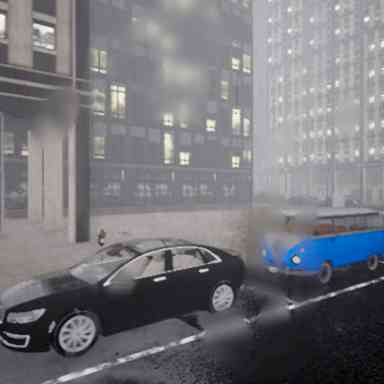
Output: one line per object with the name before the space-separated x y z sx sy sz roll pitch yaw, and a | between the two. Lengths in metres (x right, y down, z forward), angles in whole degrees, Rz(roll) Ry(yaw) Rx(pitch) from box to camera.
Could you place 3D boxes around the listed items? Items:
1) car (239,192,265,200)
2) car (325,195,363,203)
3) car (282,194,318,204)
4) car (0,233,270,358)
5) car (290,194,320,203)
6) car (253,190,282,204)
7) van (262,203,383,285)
car | 10.962 0.698 61.051 1.752 1.417 4.829 1 0 -36
car | 17.281 1.061 37.854 1.967 1.590 4.097 1 0 -36
car | 14.029 1.095 42.385 1.802 1.307 4.206 1 0 -36
car | -0.924 1.550 5.901 4.403 1.369 2.008 0 0 -35
car | 17.557 0.973 51.847 1.802 1.307 4.206 1 0 -36
car | 10.789 0.721 46.914 2.192 1.841 5.009 1 0 -36
van | 3.675 1.338 9.181 3.998 1.788 1.690 0 0 -36
